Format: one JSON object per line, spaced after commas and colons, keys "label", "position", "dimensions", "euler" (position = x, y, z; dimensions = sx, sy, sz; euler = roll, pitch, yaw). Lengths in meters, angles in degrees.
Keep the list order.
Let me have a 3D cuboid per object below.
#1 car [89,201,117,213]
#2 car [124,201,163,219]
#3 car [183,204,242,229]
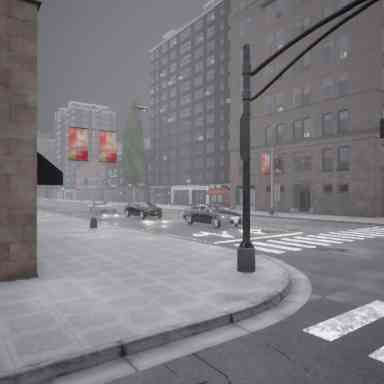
{"label": "car", "position": [-10.440, 1.741, 38.894], "dimensions": [1.895, 1.301, 4.718], "euler": [0, 0, -36]}
{"label": "car", "position": [-4.538, 1.579, 30.659], "dimensions": [1.882, 1.535, 5.008], "euler": [0, 0, -35]}
{"label": "car", "position": [1.284, 1.554, 22.549], "dimensions": [2.128, 1.511, 4.902], "euler": [0, 0, -36]}
